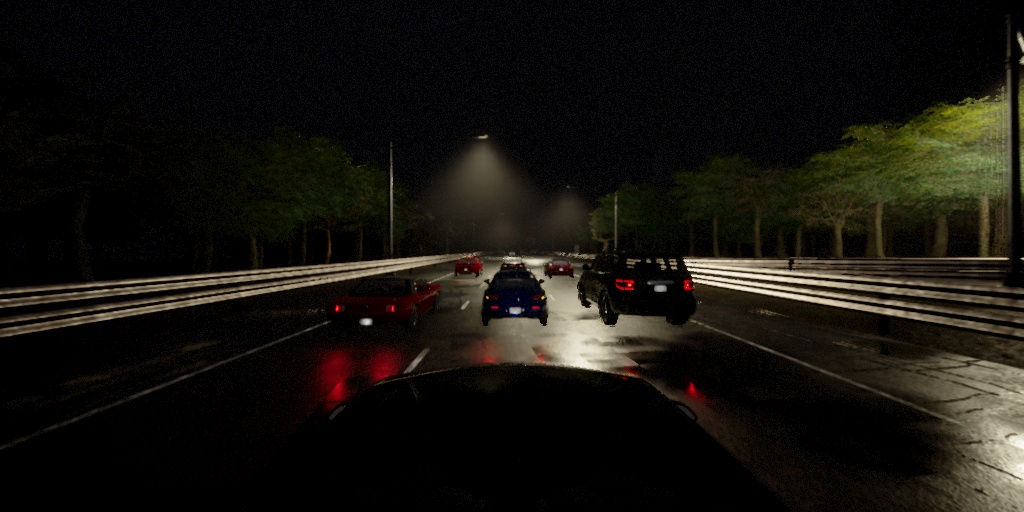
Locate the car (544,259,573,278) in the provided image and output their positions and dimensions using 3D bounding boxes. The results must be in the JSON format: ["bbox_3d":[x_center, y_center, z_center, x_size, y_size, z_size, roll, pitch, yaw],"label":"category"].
[{"bbox_3d":[3.582,0.927,28.005,1.994,1.385,4.181,0,1,0],"label":"car"}]

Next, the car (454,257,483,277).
[{"bbox_3d":[-3.415,0.823,28.923,1.882,1.535,5.008,0,1,0],"label":"car"}]

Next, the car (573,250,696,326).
[{"bbox_3d":[3.582,0.845,11.308,2.150,2.045,5.566,0,1,0],"label":"car"}]

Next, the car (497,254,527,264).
[{"bbox_3d":[0.081,0.865,27.360,2.128,1.511,4.902,0,1,0],"label":"car"}]

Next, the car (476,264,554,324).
[{"bbox_3d":[0.076,1.151,11.216,1.812,1.442,4.674,0,1,0],"label":"car"}]

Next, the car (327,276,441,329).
[{"bbox_3d":[-3.422,1.234,10.669,1.895,1.301,4.718,0,1,0],"label":"car"}]
